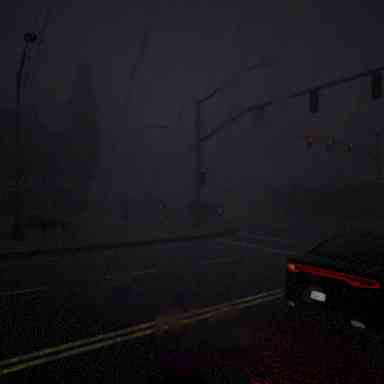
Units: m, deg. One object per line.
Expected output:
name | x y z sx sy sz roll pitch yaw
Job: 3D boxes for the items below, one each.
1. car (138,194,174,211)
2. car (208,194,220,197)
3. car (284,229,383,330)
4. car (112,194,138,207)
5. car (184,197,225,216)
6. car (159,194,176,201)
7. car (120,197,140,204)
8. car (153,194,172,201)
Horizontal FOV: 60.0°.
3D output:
car | -4.431 1.310 42.640 2.150 2.045 5.566 0 0 -33
car | 4.959 1.331 68.378 3.866 1.878 1.905 0 0 -35
car | 3.971 1.504 6.745 5.008 1.535 1.882 0 0 -37
car | -10.767 1.316 52.402 2.150 2.045 5.566 0 0 -33
car | 1.385 1.575 33.716 2.128 1.511 4.902 0 0 -33
car | -6.210 1.339 84.514 3.866 1.878 1.905 0 0 -35
car | -12.778 1.668 68.430 2.033 1.411 5.357 0 0 -33
car | -7.808 1.338 86.928 4.605 1.855 1.932 0 0 -35
